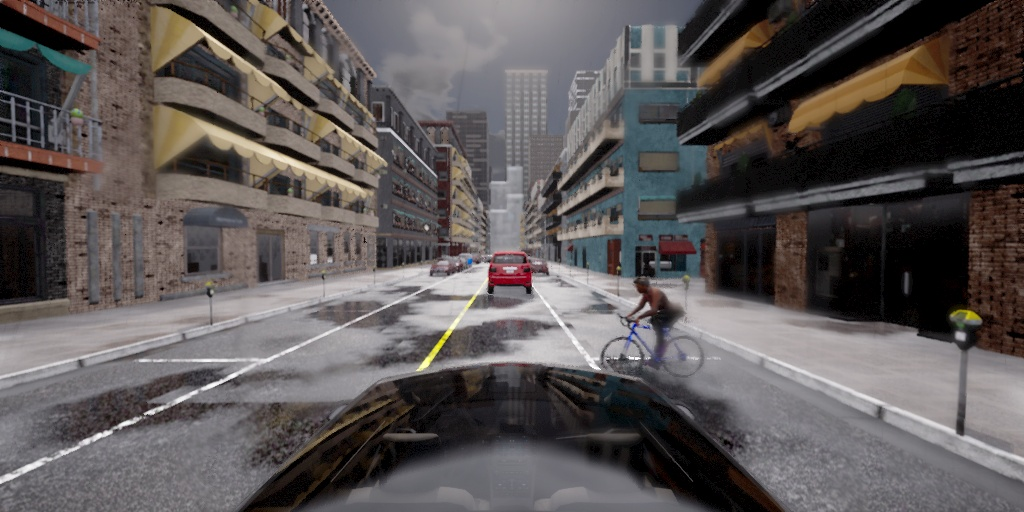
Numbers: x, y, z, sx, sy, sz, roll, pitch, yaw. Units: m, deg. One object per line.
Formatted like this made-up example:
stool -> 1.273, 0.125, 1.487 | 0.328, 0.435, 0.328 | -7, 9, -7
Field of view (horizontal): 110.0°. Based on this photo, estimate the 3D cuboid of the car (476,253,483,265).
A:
car -> -6.463, 0.453, 59.517 | 2.192, 1.841, 5.009 | 0, 0, -1

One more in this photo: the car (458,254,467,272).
car -> -6.133, 0.815, 37.113 | 1.967, 1.591, 4.097 | 0, 0, -1

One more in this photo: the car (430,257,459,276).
car -> -6.056, 1.016, 31.512 | 1.802, 1.307, 4.207 | 0, 0, -1

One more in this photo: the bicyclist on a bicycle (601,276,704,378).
bicyclist on a bicycle -> 2.225, 1.148, 5.688 | 1.656, 1.620, 0.582 | -1, 1, -1

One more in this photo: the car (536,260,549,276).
car -> 2.292, 1.015, 31.598 | 1.802, 1.307, 4.207 | 0, 0, -1

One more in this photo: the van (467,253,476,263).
van -> -6.286, 0.597, 48.315 | 1.690, 1.789, 3.998 | 0, 0, -1

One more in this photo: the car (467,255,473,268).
car -> -6.209, 0.866, 42.714 | 2.007, 1.370, 4.403 | 0, 0, -1

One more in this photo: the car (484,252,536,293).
car -> -0.129, 0.787, 19.259 | 2.150, 2.045, 5.566 | 0, 1, -1
